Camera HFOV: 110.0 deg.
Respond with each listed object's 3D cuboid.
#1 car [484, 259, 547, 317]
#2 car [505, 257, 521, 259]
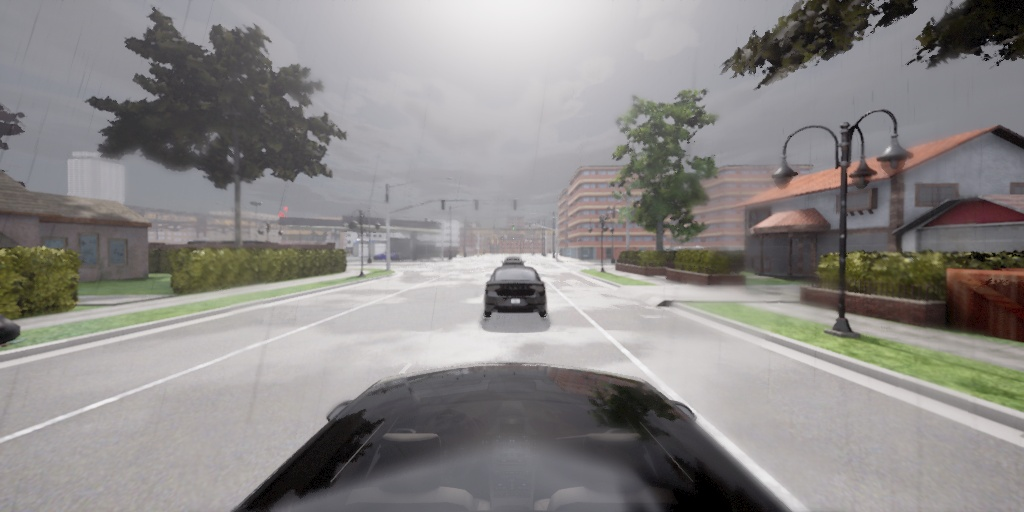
[{"bbox_3d":[0.101,1.049,12.360,1.882,1.535,5.008,0,1,0],"label":"car"},{"bbox_3d":[0.099,0.783,29.973,1.837,1.490,4.892,0,1,0],"label":"car"}]
